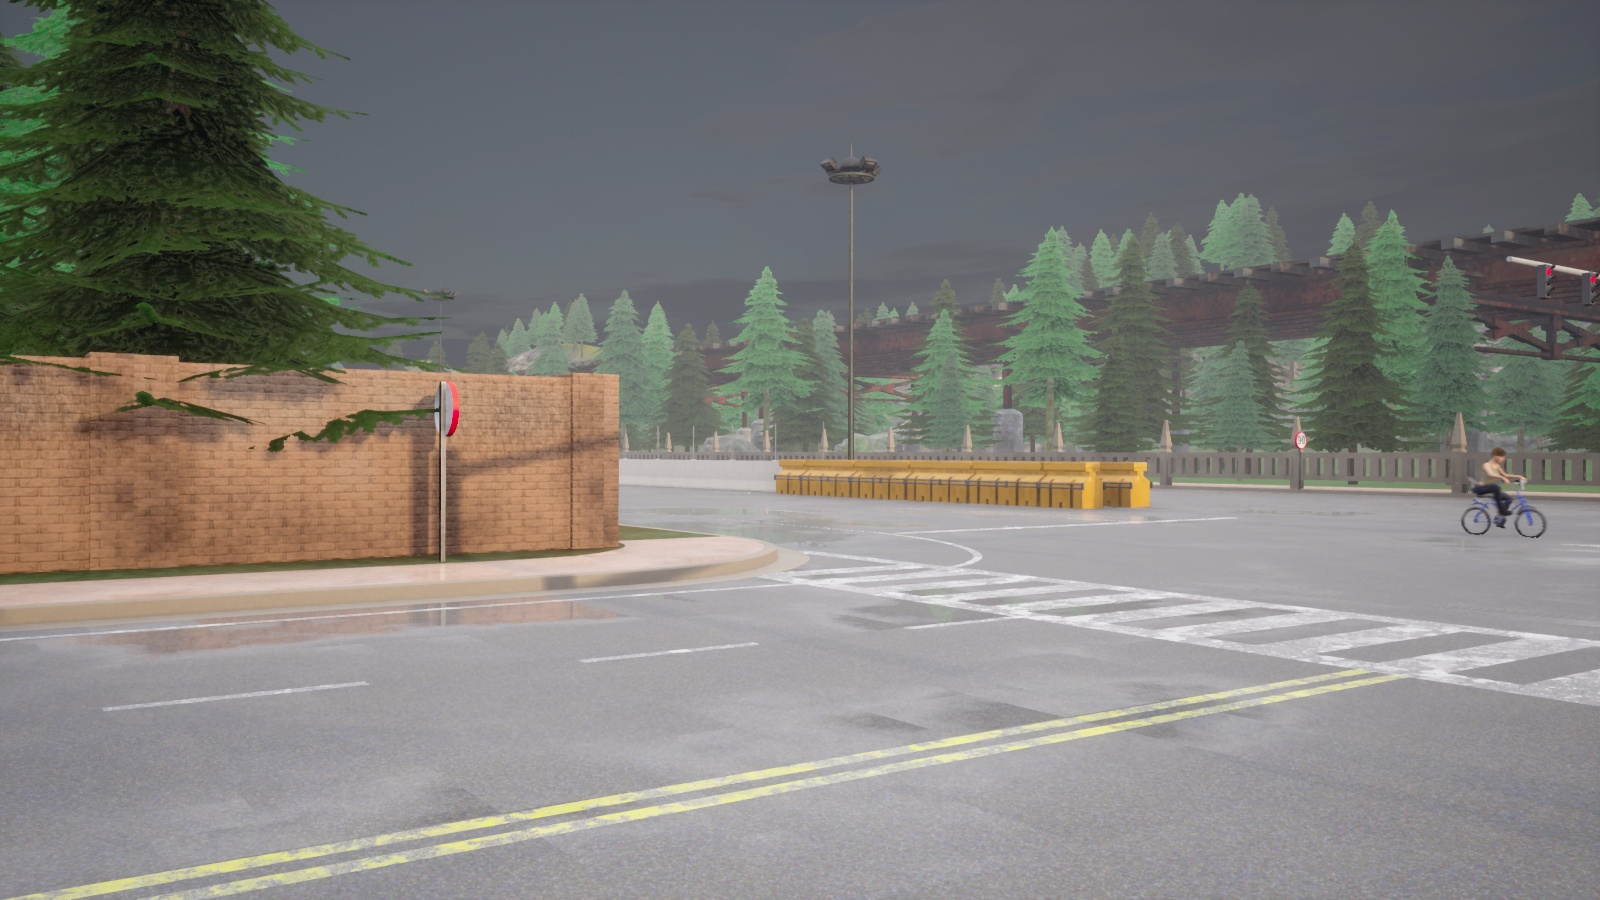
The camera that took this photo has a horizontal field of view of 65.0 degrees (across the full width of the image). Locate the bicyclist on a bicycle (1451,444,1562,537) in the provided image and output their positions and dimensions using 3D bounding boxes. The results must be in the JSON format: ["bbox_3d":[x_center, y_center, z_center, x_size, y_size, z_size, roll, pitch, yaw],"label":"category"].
[{"bbox_3d":[12.714,0.710,22.634,0.866,1.612,1.509,0,0,-35],"label":"bicyclist on a bicycle"}]
